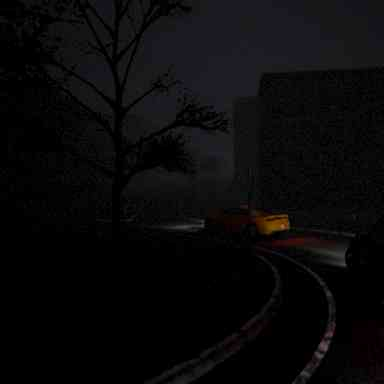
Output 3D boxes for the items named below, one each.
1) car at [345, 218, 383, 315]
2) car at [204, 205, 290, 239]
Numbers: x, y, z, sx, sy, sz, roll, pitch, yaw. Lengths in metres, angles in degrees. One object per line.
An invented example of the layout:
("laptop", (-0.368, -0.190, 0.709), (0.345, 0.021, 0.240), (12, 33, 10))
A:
("car", (4.861, 1.317, 7.274), (2.097, 1.767, 4.553), (0, 0, 17))
("car", (2.665, 1.424, 17.276), (1.882, 1.535, 5.008), (0, 0, -37))
